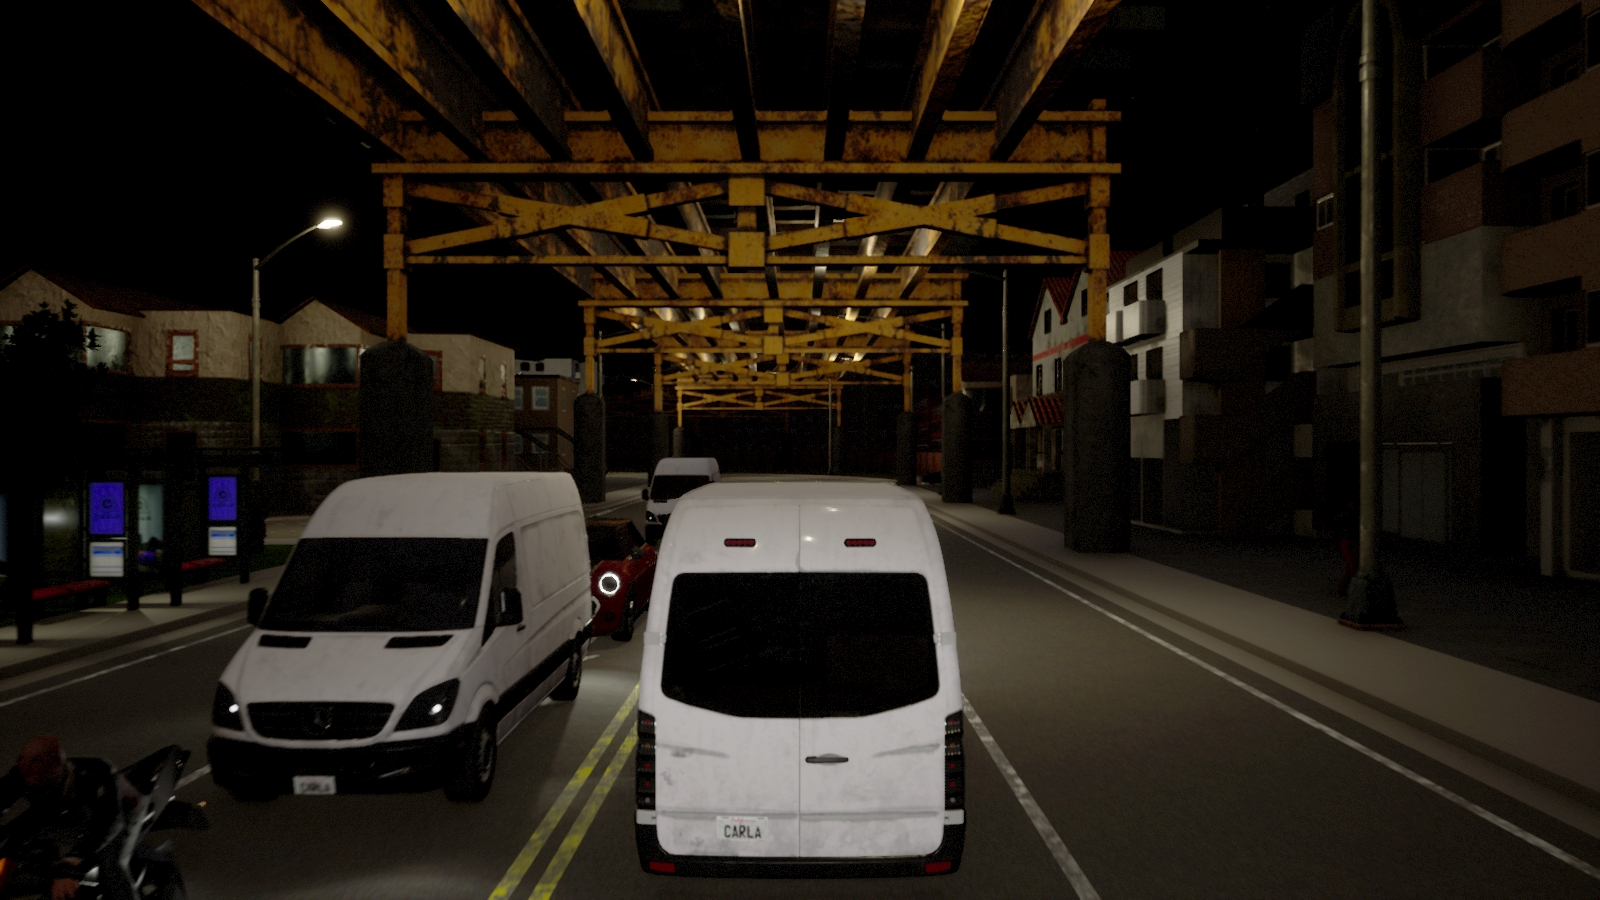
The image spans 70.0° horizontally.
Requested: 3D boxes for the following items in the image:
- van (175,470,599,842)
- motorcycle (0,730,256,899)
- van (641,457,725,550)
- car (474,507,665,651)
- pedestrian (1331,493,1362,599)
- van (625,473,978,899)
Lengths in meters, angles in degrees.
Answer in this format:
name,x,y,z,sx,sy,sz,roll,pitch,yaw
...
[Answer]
name,x,y,z,sx,sy,sz,roll,pitch,yaw
van,-3.480,1.533,11.151,1.988,2.561,5.915,0,0,0
motorcycle,-3.496,2.203,5.326,0.867,1.254,2.209,0,0,0
van,-3.490,1.530,35.175,1.988,2.561,5.915,0,0,0
car,-3.470,1.904,18.130,2.097,1.767,4.553,0,0,0
pedestrian,9.719,1.699,20.332,0.375,1.860,0.375,0,0,1
van,0.011,1.533,9.391,1.988,2.561,5.915,0,0,0
